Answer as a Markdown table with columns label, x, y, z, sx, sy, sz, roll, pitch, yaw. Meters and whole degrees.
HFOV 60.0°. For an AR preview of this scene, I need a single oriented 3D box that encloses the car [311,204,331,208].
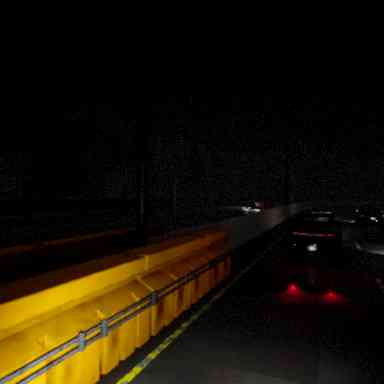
| label | x | y | z | sx | sy | sz | roll | pitch | yaw |
| --- | --- | --- | --- | --- | --- | --- | --- | --- | --- |
| car | 10.421 | 1.755 | 26.808 | 2.128 | 1.511 | 4.902 | 1 | 0 | 23 |

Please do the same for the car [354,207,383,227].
| label | x | y | z | sx | sy | sz | roll | pitch | yaw |
| --- | --- | --- | --- | --- | --- | --- | --- | --- | --- |
| car | 13.743 | 1.880 | 25.682 | 1.994 | 1.385 | 4.181 | 1 | 0 | 22 |

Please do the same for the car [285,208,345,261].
| label | x | y | z | sx | sy | sz | roll | pitch | yaw |
| --- | --- | --- | --- | --- | --- | --- | --- | --- | --- |
| car | 4.782 | 1.615 | 12.919 | 2.128 | 1.511 | 4.902 | 1 | 0 | 23 |
